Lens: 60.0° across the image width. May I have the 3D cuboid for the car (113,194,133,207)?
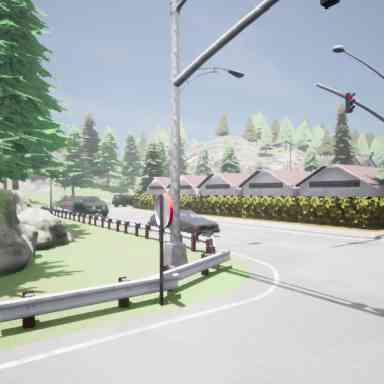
[{"bbox_3d":[-10.432,1.398,54.088,2.150,2.045,5.566,0,0,37],"label":"car"}]

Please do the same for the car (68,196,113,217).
[{"bbox_3d":[-10.132,1.416,32.961,2.150,2.045,5.566,0,0,-35],"label":"car"}]

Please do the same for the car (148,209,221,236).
[{"bbox_3d":[-0.639,1.739,19.476,2.033,1.411,5.357,0,0,-35],"label":"car"}]

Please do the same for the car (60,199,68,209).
[{"bbox_3d":[-16.826,1.530,47.246,2.097,1.767,4.553,0,0,6],"label":"car"}]
